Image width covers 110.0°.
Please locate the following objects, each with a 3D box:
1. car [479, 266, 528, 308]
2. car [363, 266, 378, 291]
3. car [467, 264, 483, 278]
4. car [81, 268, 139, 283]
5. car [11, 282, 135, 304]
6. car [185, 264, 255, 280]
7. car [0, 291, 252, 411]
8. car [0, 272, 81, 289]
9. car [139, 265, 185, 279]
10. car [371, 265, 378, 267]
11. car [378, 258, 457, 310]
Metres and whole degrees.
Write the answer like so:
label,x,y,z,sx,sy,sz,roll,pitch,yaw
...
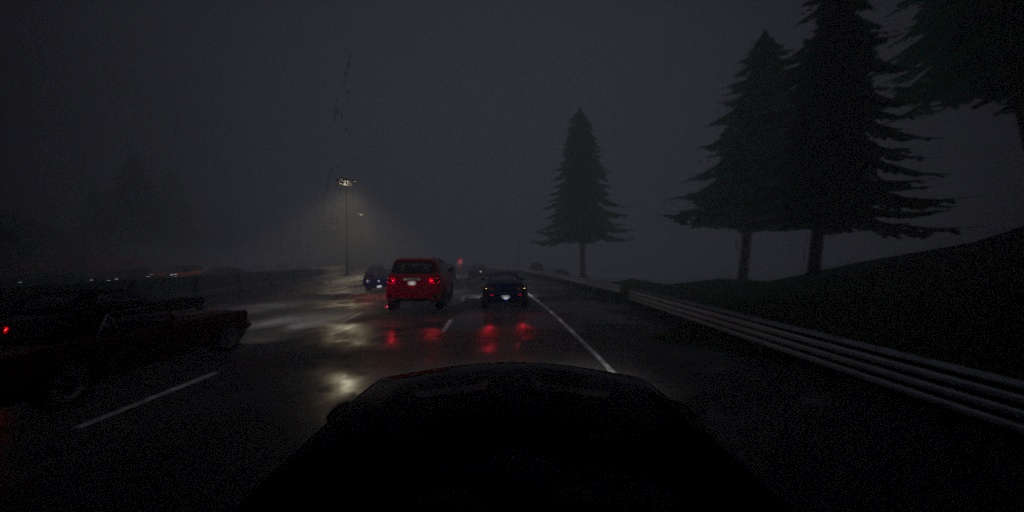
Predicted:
label,x,y,z,sx,sy,sz,roll,pitch,yaw
car,-0.392,1.366,15.638,1.812,1.442,4.674,0,0,-4
car,-8.310,1.565,23.801,1.895,1.301,4.718,0,0,-8
car,-3.617,1.575,38.106,1.994,1.385,4.181,0,0,-13
car,-30.545,1.699,28.513,1.837,1.490,4.892,0,0,-10
car,-10.541,1.494,9.211,1.895,1.301,4.718,0,0,-3
car,-23.564,1.614,29.197,1.882,1.535,5.008,0,0,-10
car,-6.949,1.442,6.199,1.895,1.301,4.718,0,0,-1
car,-33.589,1.807,25.714,1.895,1.301,4.718,0,0,-10
car,-27.131,1.521,29.254,2.097,1.767,4.553,0,0,-10
car,-14.545,1.678,38.620,1.994,1.385,4.181,0,0,-13
car,-3.864,1.096,15.772,2.150,2.045,5.566,0,0,-4
